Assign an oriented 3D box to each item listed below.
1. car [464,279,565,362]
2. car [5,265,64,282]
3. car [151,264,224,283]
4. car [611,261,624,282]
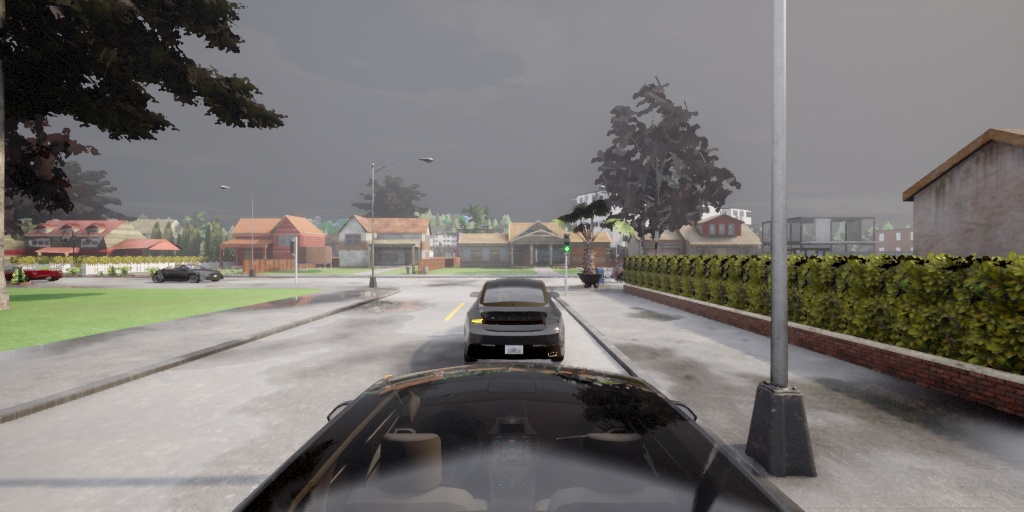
[{"bbox_3d":[0.056,1.255,8.177,1.837,1.490,4.892,0,0,1],"label":"car"},{"bbox_3d":[-36.842,1.351,26.810,4.718,1.301,1.895,0,0,0],"label":"car"},{"bbox_3d":[-24.180,1.314,26.815,4.181,1.385,1.994,0,0,0],"label":"car"},{"bbox_3d":[9.900,1.102,26.847,4.553,1.767,2.097,0,0,0],"label":"car"}]
